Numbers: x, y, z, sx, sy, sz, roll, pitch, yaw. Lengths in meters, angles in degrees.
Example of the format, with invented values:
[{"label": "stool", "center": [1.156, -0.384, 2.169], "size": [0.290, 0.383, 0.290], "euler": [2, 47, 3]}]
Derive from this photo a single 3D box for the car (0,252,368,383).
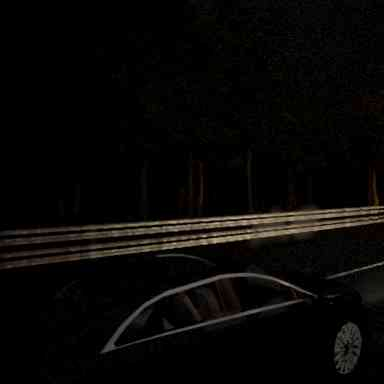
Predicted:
[{"label": "car", "center": [0.125, 1.477, 3.834], "size": [4.902, 1.511, 2.128], "euler": [0, 0, -35]}]
